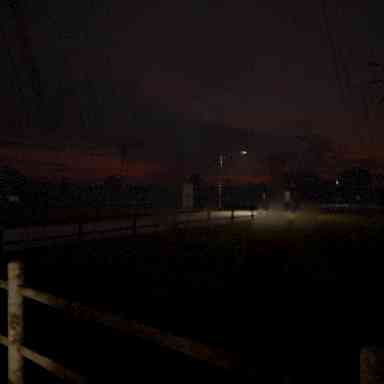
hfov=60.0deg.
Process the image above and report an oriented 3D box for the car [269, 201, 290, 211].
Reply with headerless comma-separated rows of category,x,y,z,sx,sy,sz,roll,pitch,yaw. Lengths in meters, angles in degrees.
car,13.260,2.042,50.365,2.128,1.511,4.902,2,0,35
